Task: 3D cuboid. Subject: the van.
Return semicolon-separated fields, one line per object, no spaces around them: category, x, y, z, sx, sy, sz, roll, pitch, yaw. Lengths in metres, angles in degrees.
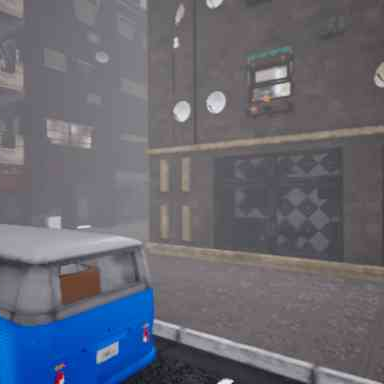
van;-2.349;1.373;4.378;3.998;1.788;1.690;-1;0;35
